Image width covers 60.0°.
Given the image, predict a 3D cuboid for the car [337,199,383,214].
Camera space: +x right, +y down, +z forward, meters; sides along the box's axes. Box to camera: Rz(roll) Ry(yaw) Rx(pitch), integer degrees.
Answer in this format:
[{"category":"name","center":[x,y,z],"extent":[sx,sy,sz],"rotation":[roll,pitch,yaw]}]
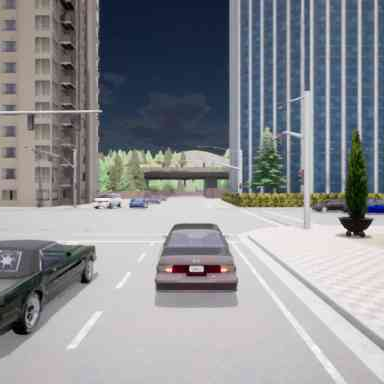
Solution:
[{"category":"car","center":[17.613,1.477,33.076],"extent":[5.008,1.535,1.882],"rotation":[0,0,0]}]

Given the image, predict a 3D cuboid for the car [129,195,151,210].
[{"category":"car","center":[-7.005,1.476,43.688],"extent":[1.882,1.535,5.008],"rotation":[0,0,0]}]

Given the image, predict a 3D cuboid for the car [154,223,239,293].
[{"category":"car","center":[0.093,1.547,8.998],"extent":[2.033,1.411,5.357],"rotation":[0,0,0]}]

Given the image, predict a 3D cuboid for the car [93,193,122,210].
[{"category":"car","center":[-11.134,1.221,44.300],"extent":[2.150,2.045,5.566],"rotation":[0,0,8]}]

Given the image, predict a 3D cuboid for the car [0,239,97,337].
[{"category":"car","center":[-3.425,1.601,6.659],"extent":[1.895,1.301,4.718],"rotation":[0,0,1]}]

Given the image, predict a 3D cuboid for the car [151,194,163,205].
[{"category":"car","center":[-6.947,1.349,60.240],"extent":[2.097,1.767,4.553],"rotation":[0,0,0]}]

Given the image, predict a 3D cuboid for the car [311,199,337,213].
[{"category":"car","center":[15.664,1.503,36.560],"extent":[4.892,1.490,1.837],"rotation":[0,0,0]}]

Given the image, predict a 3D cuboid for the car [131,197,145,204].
[{"category":"car","center":[-10.399,1.599,64.461],"extent":[1.895,1.301,4.718],"rotation":[0,0,1]}]

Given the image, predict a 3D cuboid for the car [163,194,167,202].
[{"category":"car","center":[-6.848,1.342,75.434],"extent":[2.097,1.767,4.553],"rotation":[0,0,0]}]
